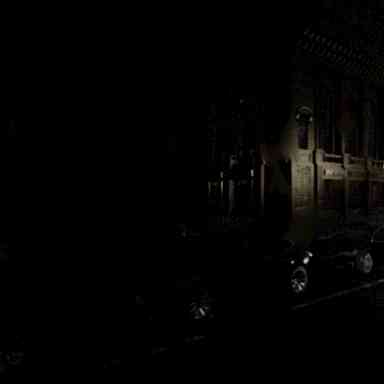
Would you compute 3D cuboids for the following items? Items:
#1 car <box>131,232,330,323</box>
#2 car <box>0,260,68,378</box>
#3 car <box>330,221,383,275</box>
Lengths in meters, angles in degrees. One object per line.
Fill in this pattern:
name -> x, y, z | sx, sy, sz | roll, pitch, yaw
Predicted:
car -> 0.830, 1.595, 7.245 | 4.313, 1.339, 1.947 | 0, 0, -36
car -> -3.758, 1.561, 3.971 | 4.313, 1.339, 1.947 | 0, 0, -36
car -> 5.418, 1.615, 10.520 | 4.403, 1.369, 2.008 | 0, 0, -36
